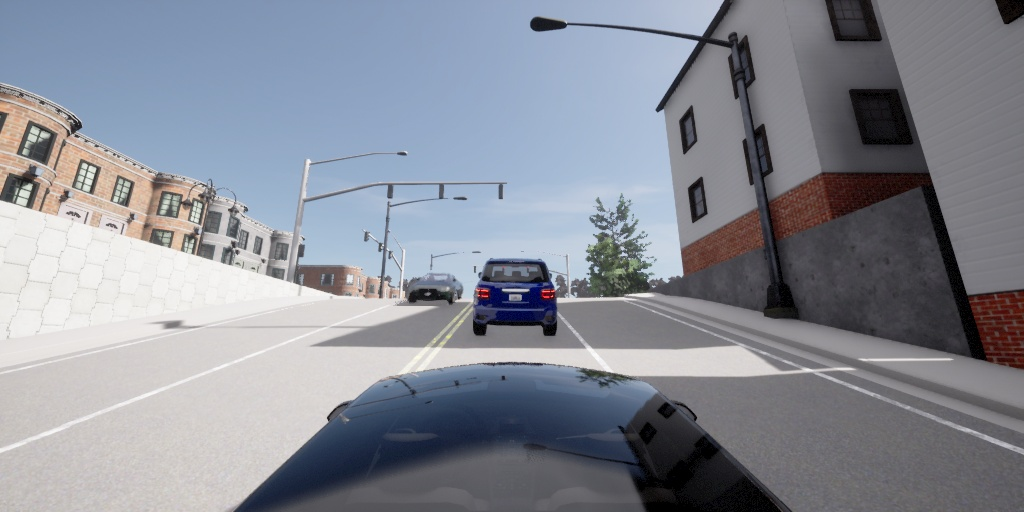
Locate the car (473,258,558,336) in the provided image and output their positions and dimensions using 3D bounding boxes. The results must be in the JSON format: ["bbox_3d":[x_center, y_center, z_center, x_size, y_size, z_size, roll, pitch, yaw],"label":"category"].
[{"bbox_3d":[0.092,1.097,11.036,2.150,2.045,5.566,1,-1,0],"label":"car"}]

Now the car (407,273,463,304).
[{"bbox_3d":[-3.573,1.499,17.289,1.994,1.385,4.181,1,-2,1],"label":"car"}]
